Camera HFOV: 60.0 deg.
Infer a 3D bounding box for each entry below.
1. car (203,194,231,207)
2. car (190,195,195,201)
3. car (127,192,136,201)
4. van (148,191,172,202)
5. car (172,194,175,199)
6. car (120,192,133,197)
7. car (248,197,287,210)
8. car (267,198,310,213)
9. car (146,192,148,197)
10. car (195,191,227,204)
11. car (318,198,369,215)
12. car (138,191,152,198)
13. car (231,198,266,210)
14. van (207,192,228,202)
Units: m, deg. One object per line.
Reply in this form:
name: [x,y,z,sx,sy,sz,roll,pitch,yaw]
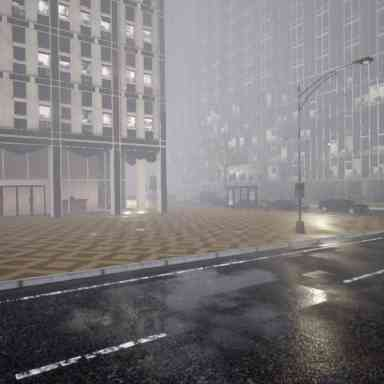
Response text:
car: [3.916,1.320,44.292,1.947,1.339,4.313,0,1,-34]
car: [1.232,1.044,63.121,1.802,1.307,4.206,0,1,-34]
car: [-12.108,1.040,67.759,2.008,1.369,4.403,0,1,-34]
van: [-5.680,0.938,58.381,1.690,1.788,3.998,0,1,-34]
car: [-5.195,0.936,72.497,1.802,1.307,4.206,0,1,-34]
car: [-18.050,0.689,91.247,2.008,1.369,4.403,0,1,-34]
car: [9.280,1.364,41.130,1.895,1.301,4.718,-1,1,-34]
car: [10.282,1.424,34.872,1.947,1.339,4.313,0,1,-34]
car: [-8.409,0.616,77.181,2.192,1.841,5.009,0,1,-34]
car: [3.265,0.885,49.906,2.150,2.045,5.566,-1,1,-35]
car: [14.889,1.358,32.925,1.837,1.490,4.892,-1,1,-34]
car: [-11.623,0.687,81.870,1.967,1.590,4.097,0,1,-34]
car: [7.082,1.388,39.572,1.802,1.307,4.206,0,1,-34]
van: [4.445,0.856,58.430,1.690,1.788,3.998,0,1,-34]
